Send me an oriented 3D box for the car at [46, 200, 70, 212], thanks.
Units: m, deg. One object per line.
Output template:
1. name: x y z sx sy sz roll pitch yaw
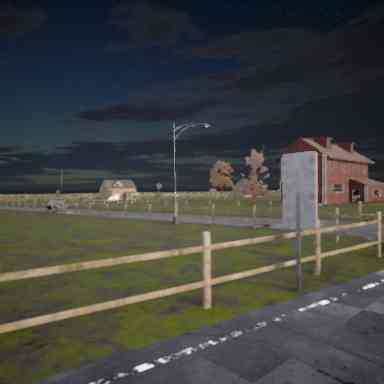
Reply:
1. car: -20.108 2.012 49.967 2.097 1.767 4.553 -1 -1 -43
